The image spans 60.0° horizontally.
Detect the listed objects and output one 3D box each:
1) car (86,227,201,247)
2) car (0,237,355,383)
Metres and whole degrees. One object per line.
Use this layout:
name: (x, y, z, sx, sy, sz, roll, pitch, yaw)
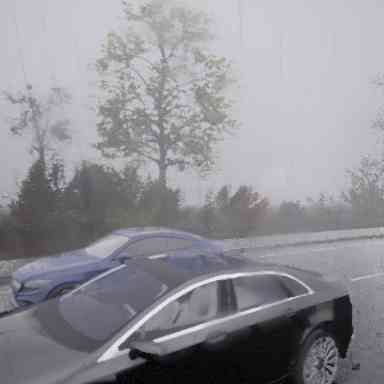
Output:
car: (-1.251, 1.522, 7.160, 4.674, 1.442, 1.812, 0, 0, -33)
car: (-0.234, 1.491, 3.635, 4.902, 1.511, 2.128, 0, 0, -33)
